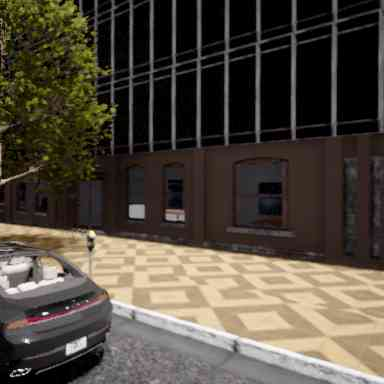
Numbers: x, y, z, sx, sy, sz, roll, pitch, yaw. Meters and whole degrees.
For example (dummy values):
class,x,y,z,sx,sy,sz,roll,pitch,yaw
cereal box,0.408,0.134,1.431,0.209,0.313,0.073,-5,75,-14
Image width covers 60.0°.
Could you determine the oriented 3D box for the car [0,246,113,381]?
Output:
class,x,y,z,sx,sy,sz,roll,pitch,yaw
car,-3.105,1.508,5.082,4.403,1.369,2.008,1,0,35
